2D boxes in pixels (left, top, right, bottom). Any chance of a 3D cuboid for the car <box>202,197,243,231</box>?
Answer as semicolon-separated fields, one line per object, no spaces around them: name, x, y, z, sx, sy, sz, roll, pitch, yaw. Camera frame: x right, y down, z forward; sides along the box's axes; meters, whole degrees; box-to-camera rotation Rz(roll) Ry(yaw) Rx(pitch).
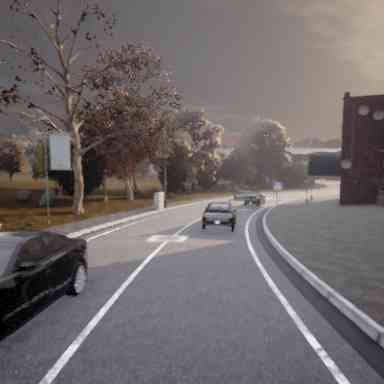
car;1.733;1.327;19.738;2.128;1.511;4.902;1;1;10

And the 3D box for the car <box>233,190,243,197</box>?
car;7.499;0.427;47.987;2.128;1.511;4.902;3;3;28

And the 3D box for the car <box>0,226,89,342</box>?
car;-3.391;1.441;5.720;1.882;1.535;5.008;0;0;2

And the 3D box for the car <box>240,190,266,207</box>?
car;7.477;0.864;39.317;1.837;1.490;4.892;2;3;22
